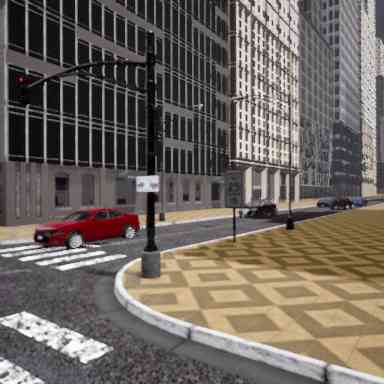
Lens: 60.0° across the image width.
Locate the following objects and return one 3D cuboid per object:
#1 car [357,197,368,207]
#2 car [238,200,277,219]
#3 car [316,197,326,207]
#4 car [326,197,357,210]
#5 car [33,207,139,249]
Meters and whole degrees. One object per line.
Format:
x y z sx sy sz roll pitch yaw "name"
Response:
24.494 1.377 48.848 2.033 1.411 5.357 0 0 37 "car"
5.777 1.420 29.022 2.128 1.511 4.902 0 0 37 "car"
19.023 1.406 46.550 2.033 1.411 5.357 0 0 37 "car"
18.282 1.367 40.480 1.837 1.490 4.892 0 0 37 "car"
-4.461 1.458 14.754 1.882 1.535 5.008 0 0 32 "car"
